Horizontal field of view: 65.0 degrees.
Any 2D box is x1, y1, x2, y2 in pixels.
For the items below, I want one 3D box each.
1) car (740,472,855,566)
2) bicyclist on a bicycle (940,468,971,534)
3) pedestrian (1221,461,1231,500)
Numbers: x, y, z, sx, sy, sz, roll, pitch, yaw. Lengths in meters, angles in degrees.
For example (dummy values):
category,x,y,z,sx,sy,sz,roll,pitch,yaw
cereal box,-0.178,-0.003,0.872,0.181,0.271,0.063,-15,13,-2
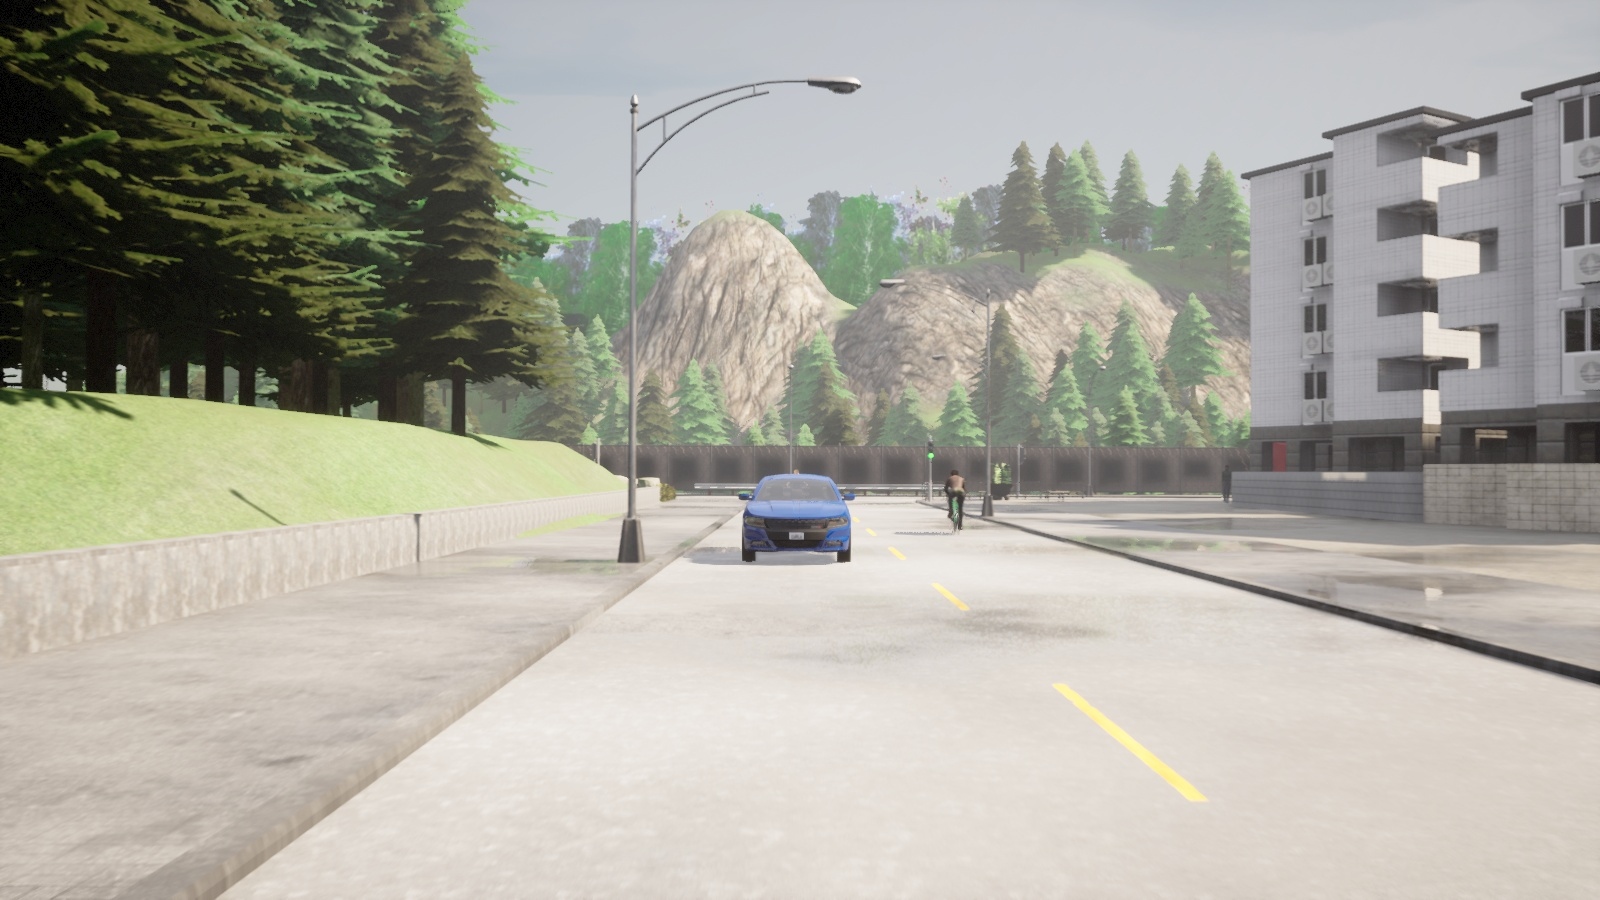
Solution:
category,x,y,z,sx,sy,sz,roll,pitch,yaw
car,-0.053,1.179,23.095,1.882,1.535,5.008,0,-1,0
bicyclist on a bicycle,3.917,1.283,31.727,0.582,1.620,1.656,0,-1,0
pedestrian,20.306,1.445,59.847,0.353,1.847,0.614,-1,-1,27
